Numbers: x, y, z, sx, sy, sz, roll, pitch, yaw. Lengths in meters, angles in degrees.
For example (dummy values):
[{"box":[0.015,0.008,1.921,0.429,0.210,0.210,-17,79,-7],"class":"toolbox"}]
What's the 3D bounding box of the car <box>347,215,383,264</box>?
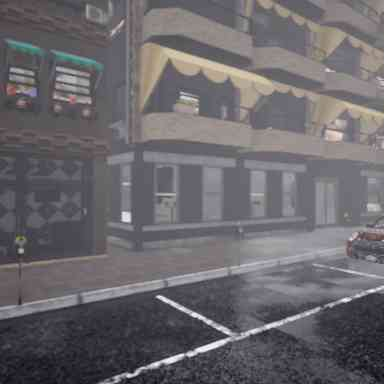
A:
[{"box":[6.946,1.441,11.043,4.097,1.590,1.967,0,0,-35],"class":"car"}]
